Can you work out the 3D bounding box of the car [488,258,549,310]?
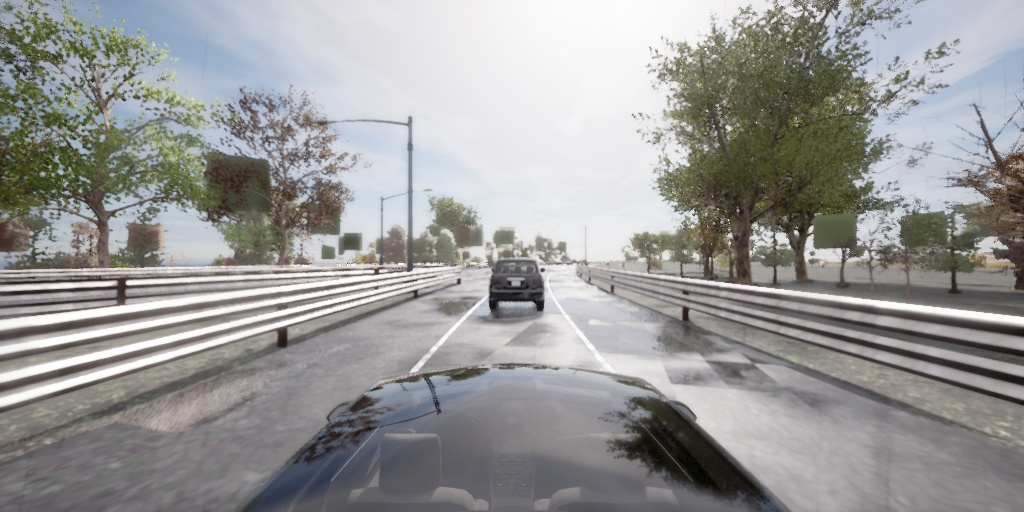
[{"bbox_3d":[0.254,1.097,15.520,2.150,2.045,5.566,0,0,2],"label":"car"}]
